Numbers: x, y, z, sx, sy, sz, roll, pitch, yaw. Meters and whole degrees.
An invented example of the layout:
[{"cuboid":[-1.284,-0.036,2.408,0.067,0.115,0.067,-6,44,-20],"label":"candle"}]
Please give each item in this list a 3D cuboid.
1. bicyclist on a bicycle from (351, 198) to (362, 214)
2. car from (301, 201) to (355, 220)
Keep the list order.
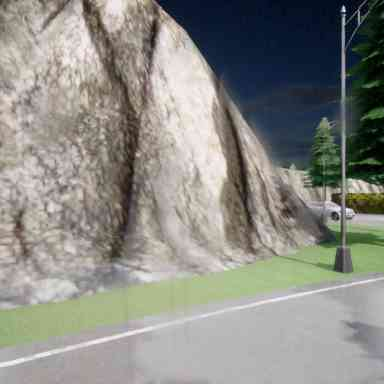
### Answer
[{"cuboid":[16.488,1.453,33.370,1.656,1.620,0.582,0,0,-28],"label":"bicyclist on a bicycle"},{"cuboid":[11.314,1.526,27.989,1.812,1.442,4.674,0,0,-28],"label":"car"}]
